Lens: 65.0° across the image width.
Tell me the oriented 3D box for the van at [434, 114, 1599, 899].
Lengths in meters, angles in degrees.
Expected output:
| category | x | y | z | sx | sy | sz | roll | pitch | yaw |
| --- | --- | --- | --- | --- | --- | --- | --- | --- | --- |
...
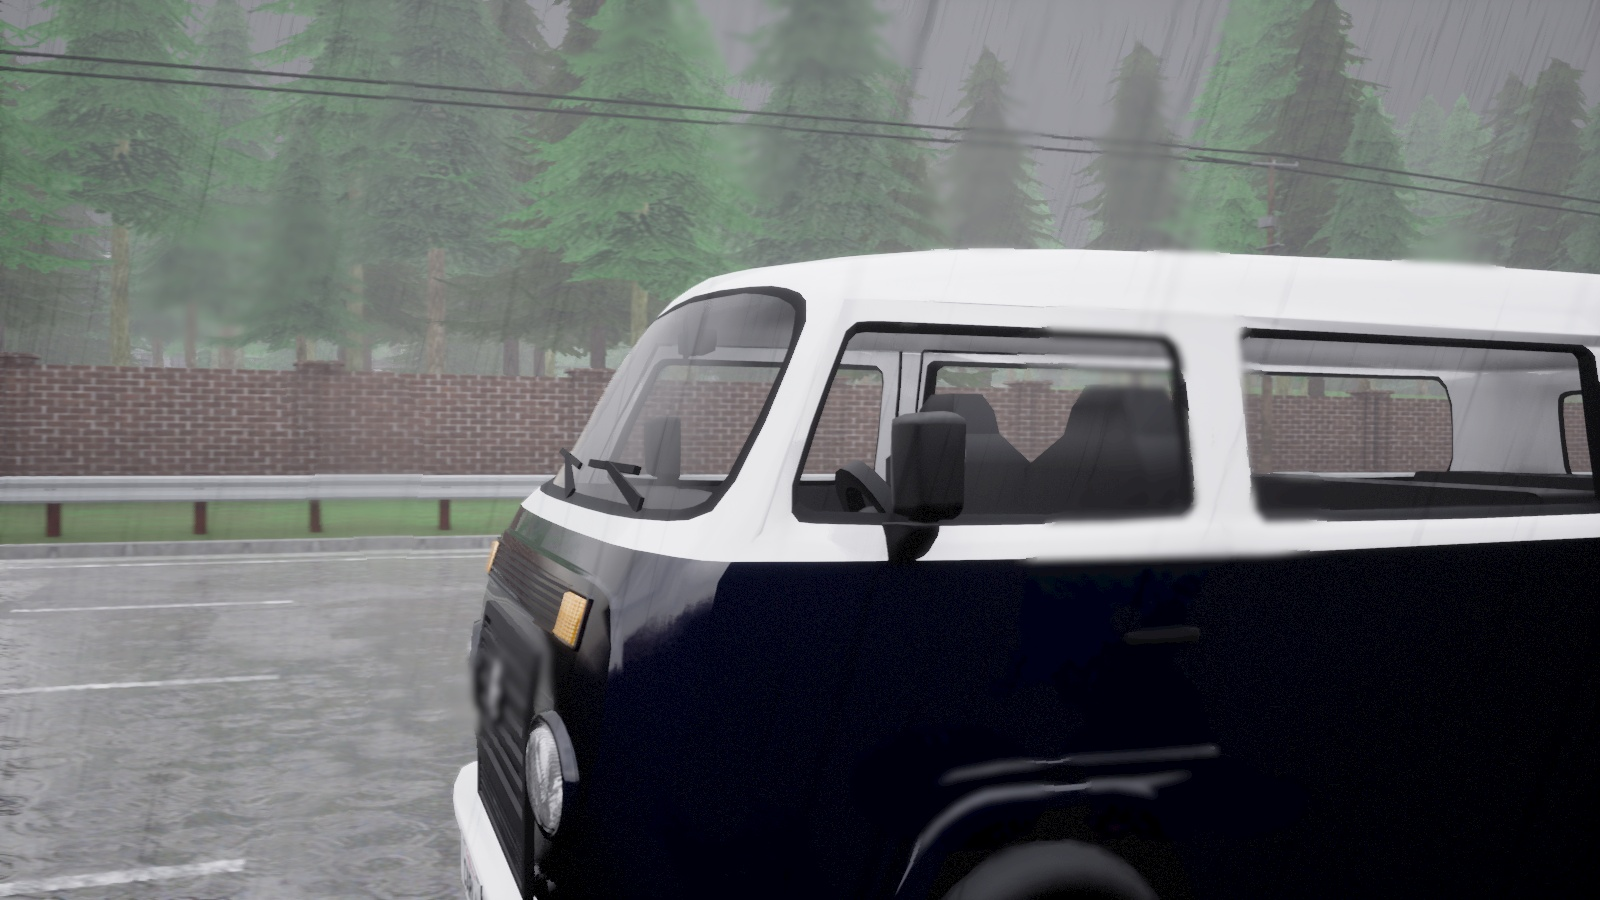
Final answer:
| category | x | y | z | sx | sy | sz | roll | pitch | yaw |
| --- | --- | --- | --- | --- | --- | --- | --- | --- | --- |
| van | 1.335 | 0.446 | 3.743 | 4.480 | 2.038 | 2.069 | -1 | 1 | -21 |
